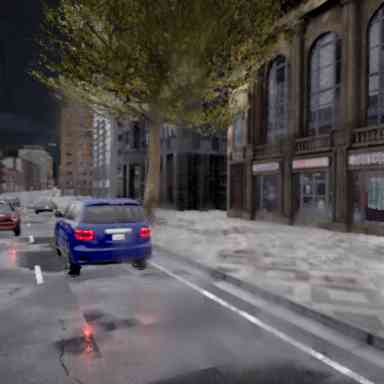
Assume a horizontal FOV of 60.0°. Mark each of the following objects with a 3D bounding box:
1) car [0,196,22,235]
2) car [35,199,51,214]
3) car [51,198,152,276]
[{"bbox_3d":[-10.356,1.263,17.841,2.097,1.767,4.553,1,0,-27],"label":"car"},{"bbox_3d":[-14.405,1.411,32.840,1.994,1.385,4.181,1,0,-27],"label":"car"},{"bbox_3d":[-3.043,1.203,10.666,2.150,2.045,5.566,1,0,-27],"label":"car"}]
